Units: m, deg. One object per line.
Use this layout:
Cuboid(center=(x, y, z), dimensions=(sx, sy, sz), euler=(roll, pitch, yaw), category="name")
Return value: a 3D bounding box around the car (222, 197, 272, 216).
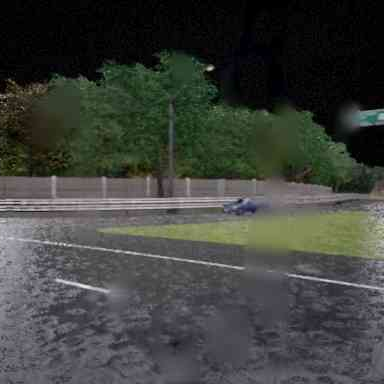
Cuboid(center=(4.633, 1.175, 27.648), dimensions=(4.674, 1.442, 1.812), euler=(0, 1, -33), category="car")
